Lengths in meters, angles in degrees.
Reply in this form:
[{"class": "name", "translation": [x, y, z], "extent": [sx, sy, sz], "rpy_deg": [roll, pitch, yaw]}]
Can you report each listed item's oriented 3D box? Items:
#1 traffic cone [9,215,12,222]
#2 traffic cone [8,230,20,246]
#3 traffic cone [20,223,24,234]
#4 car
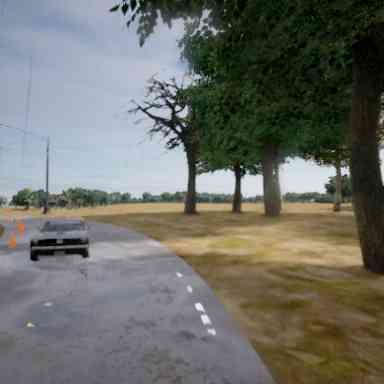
[{"class": "traffic cone", "translation": [-14.490, 2.103, 26.549], "extent": [0.340, 0.580, 0.340], "rpy_deg": [2, -2, -38]}, {"class": "traffic cone", "translation": [-7.660, 1.996, 14.199], "extent": [0.340, 0.580, 0.340], "rpy_deg": [1, 0, -20]}, {"class": "traffic cone", "translation": [-9.501, 2.008, 18.548], "extent": [0.340, 0.580, 0.340], "rpy_deg": [1, -1, -26]}, {"class": "car", "translation": [-4.867, 1.657, 12.707], "extent": [1.895, 1.301, 4.718], "rpy_deg": [1, 0, -18]}]
